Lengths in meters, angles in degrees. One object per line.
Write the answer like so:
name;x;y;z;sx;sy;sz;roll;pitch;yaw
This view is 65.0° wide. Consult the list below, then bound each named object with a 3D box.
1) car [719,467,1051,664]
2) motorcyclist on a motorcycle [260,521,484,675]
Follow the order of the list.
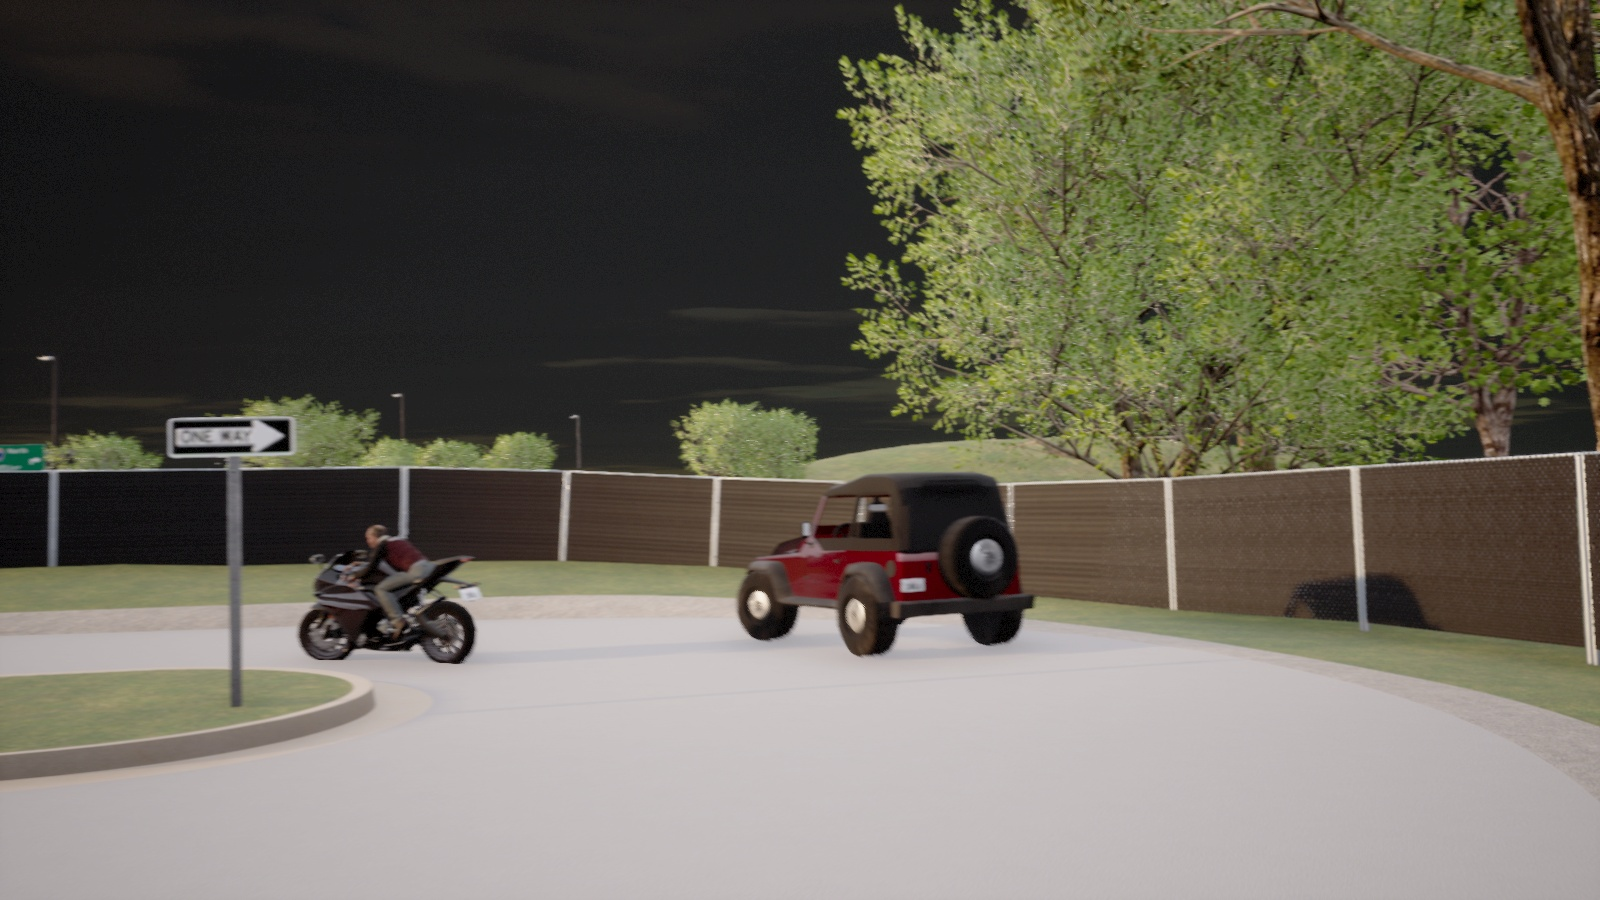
car;0.784;1.224;14.163;1.905;1.878;3.866;0;-4;-29
motorcyclist on a motorcycle;-4.641;1.575;13.624;2.191;1.530;0.866;-2;-1;18
